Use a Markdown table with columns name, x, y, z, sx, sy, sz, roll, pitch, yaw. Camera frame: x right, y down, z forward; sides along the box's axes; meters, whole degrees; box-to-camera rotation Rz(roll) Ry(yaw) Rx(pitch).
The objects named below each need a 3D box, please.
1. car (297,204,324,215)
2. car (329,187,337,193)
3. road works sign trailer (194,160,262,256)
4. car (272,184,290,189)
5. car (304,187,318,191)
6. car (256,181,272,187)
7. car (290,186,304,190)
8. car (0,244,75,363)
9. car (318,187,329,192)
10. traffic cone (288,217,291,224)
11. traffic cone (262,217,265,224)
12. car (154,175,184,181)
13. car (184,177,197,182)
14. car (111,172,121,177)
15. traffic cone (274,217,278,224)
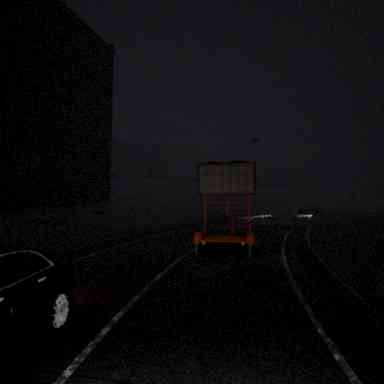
| name | x | y | z | sx | sy | sz | roll | pitch | yaw |
| --- | --- | --- | --- | --- | --- | --- | --- | --- | --- |
| car | 15.266 | 2.255 | 42.809 | 4.181 | 1.385 | 1.994 | 1 | -4 | -44 |
| car | 36.384 | -0.093 | 88.430 | 5.566 | 2.045 | 2.435 | 4 | -6 | -40 |
| road works sign trailer | 1.456 | 0.543 | 13.619 | 2.380 | 3.560 | 2.880 | -1 | -1 | 15 |
| car | 18.949 | -1.012 | 74.745 | 4.792 | 1.488 | 2.163 | 3 | -5 | -35 |
| car | 27.691 | -0.494 | 81.302 | 4.892 | 1.521 | 2.231 | 4 | -6 | -37 |
| car | 14.272 | -1.442 | 71.462 | 4.553 | 1.767 | 2.185 | 3 | -5 | -34 |
| car | 23.394 | -0.730 | 78.004 | 4.674 | 1.452 | 2.002 | 3 | -6 | -36 |
| car | -3.163 | 1.518 | 4.084 | 1.837 | 1.490 | 4.892 | -1 | 0 | 6 |
| car | 32.080 | -0.307 | 84.835 | 4.553 | 1.767 | 2.185 | 4 | -6 | -39 |
| traffic cone | 7.387 | 2.158 | 25.193 | 0.340 | 0.580 | 0.340 | -2 | -2 | 20 |
| traffic cone | 5.506 | 2.218 | 25.858 | 0.340 | 0.580 | 0.340 | -2 | -2 | 20 |
| car | -4.479 | -2.274 | 59.728 | 4.892 | 1.521 | 2.231 | 2 | -5 | -30 |
| car | 0.283 | -2.062 | 62.511 | 4.892 | 1.521 | 2.231 | 3 | -5 | -30 |
| car | -13.927 | -2.794 | 54.233 | 4.553 | 1.767 | 2.185 | 2 | -5 | -30 |
| traffic cone | 6.447 | 2.188 | 25.526 | 0.340 | 0.580 | 0.340 | -2 | -2 | 19 |
